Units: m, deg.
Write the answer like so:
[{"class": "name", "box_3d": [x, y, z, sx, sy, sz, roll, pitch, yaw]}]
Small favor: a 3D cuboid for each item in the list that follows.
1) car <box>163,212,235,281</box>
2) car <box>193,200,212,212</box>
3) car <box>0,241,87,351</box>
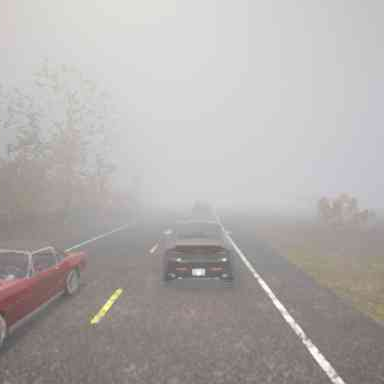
[{"class": "car", "box_3d": [0.191, 1.613, 10.147, 1.837, 1.490, 4.892, 0, 0, 1]}, {"class": "car", "box_3d": [1.224, 1.776, 39.316, 2.097, 1.767, 4.553, 0, -1, 3]}, {"class": "car", "box_3d": [-3.559, 1.664, 6.039, 1.895, 1.301, 4.718, 0, -1, 0]}]
